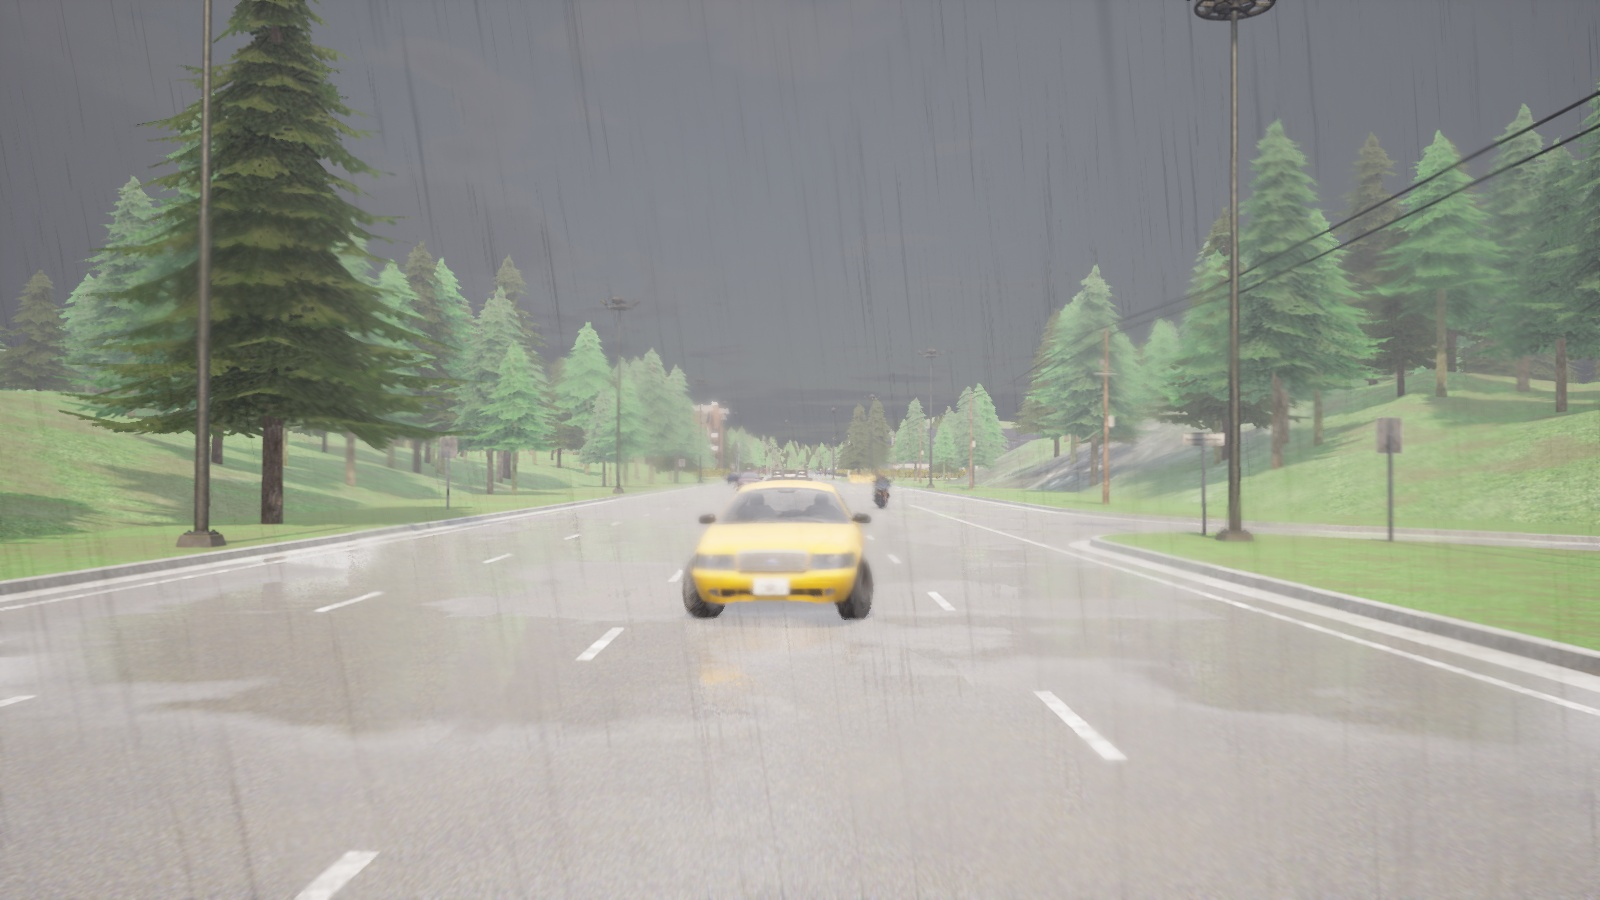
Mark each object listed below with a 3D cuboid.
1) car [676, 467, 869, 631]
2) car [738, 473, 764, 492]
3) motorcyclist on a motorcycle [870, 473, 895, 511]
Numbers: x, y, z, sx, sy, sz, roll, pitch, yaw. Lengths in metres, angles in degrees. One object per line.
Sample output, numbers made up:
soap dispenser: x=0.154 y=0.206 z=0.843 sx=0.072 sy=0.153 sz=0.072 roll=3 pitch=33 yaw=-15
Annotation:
car: x=-0.125 y=1.003 z=14.895 sx=1.801 sy=1.575 sz=5.366 roll=-1 pitch=-1 yaw=4
car: x=-3.731 y=2.454 z=95.502 sx=1.812 sy=1.442 sz=4.674 roll=0 pitch=-1 yaw=0
motorcyclist on a motorcycle: x=3.376 y=1.694 z=51.276 sx=0.866 sy=1.530 sz=2.191 roll=0 pitch=-1 yaw=0
